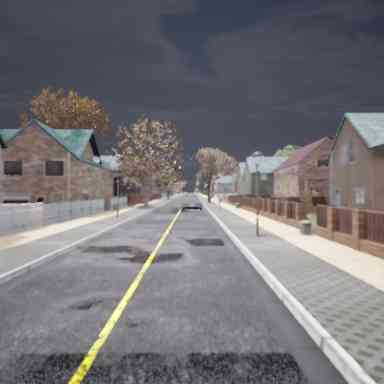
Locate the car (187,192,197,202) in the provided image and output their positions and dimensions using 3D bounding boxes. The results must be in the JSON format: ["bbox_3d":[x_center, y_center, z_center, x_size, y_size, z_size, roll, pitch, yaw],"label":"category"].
[{"bbox_3d":[0.013,0.892,61.792,1.801,1.575,5.366,0,0,0],"label":"car"}]

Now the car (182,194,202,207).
[{"bbox_3d":[0.006,1.074,30.417,1.994,1.385,4.181,0,0,0],"label":"car"}]
